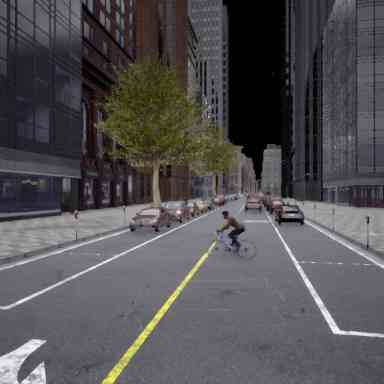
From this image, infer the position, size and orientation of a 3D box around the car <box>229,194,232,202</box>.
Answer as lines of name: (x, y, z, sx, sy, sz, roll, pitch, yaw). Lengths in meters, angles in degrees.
car: (6.940, 1.683, 70.050, 1.802, 1.307, 4.206, 0, 0, 11)

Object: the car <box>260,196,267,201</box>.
car: (19.463, 1.735, 90.645, 1.887, 1.381, 4.507, 0, 0, 11)

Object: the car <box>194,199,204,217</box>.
car: (-0.315, 1.602, 31.247, 1.802, 1.307, 4.206, 0, 0, 11)

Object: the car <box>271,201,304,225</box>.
car: (7.028, 1.579, 24.131, 1.947, 1.339, 4.313, 0, 0, 11)

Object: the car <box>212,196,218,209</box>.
car: (1.758, 1.605, 42.334, 1.947, 1.339, 4.313, 0, 0, 11)

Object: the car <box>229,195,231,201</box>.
car: (5.904, 1.653, 64.508, 1.947, 1.339, 4.313, 0, 0, 11)

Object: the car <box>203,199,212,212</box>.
car: (0.691, 1.554, 36.622, 1.752, 1.417, 4.829, 0, 0, 11)

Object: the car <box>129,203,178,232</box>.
car: (-2.387, 1.589, 20.160, 1.802, 1.307, 4.206, 0, 0, 11)

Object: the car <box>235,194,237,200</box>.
car: (10.049, 1.607, 86.681, 1.967, 1.590, 4.097, 0, 0, 11)

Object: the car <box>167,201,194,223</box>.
car: (-1.351, 1.453, 25.703, 1.967, 1.590, 4.097, 0, 0, 11)

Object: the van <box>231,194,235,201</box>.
van: (9.012, 1.484, 81.138, 1.690, 1.788, 3.998, 0, 0, 11)

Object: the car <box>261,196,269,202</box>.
car: (17.390, 1.726, 79.558, 1.802, 1.307, 4.206, 0, 0, 11)

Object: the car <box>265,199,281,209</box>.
car: (11.173, 1.617, 46.302, 1.947, 1.339, 4.313, 0, 0, 11)

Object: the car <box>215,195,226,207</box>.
car: (3.831, 1.608, 53.420, 1.887, 1.381, 4.507, 0, 0, 11)

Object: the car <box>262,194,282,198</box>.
car: (10.137, 1.355, 40.761, 2.192, 1.841, 5.009, 0, 0, 11)

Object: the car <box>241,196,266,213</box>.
car: (7.076, 1.526, 38.373, 2.128, 1.511, 4.902, 0, 0, 11)

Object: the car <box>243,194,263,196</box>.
car: (8.967, 1.276, 48.476, 2.150, 2.045, 5.566, 0, 0, 11)

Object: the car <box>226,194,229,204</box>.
car: (4.868, 1.390, 58.964, 2.192, 1.841, 5.009, 0, 0, 11)

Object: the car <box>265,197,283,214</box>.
car: (9.100, 1.574, 35.217, 1.887, 1.381, 4.507, 0, 0, 11)

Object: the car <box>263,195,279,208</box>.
car: (12.210, 1.379, 51.846, 2.192, 1.841, 5.009, 0, 0, 11)

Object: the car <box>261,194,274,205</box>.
car: (14.283, 1.403, 62.932, 2.192, 1.841, 5.009, 0, 0, 11)

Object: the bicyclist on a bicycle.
bicyclist on a bicycle: (1.290, 1.455, 11.080, 1.656, 1.620, 0.582, -1, 0, 11)
